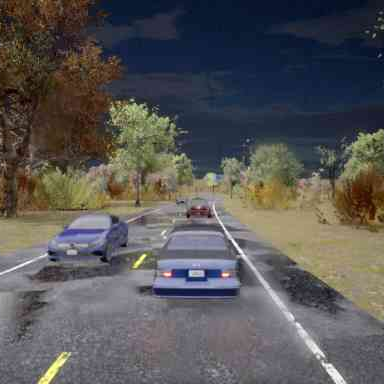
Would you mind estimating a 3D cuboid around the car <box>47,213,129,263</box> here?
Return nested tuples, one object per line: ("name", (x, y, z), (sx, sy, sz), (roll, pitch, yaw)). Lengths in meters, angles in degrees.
("car", (-3.505, 1.516, 12.116), (1.812, 1.442, 4.674), (0, 0, 1))

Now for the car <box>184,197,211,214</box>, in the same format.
("car", (0.641, 1.326, 29.930), (2.097, 1.767, 4.553), (0, 0, 2))

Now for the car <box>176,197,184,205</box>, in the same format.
("car", (-1.539, 1.510, 57.440), (1.994, 1.385, 4.181), (0, 0, 4))

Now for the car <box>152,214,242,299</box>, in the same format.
("car", (0.139, 1.542, 8.622), (2.033, 1.411, 5.357), (0, 0, 1))
